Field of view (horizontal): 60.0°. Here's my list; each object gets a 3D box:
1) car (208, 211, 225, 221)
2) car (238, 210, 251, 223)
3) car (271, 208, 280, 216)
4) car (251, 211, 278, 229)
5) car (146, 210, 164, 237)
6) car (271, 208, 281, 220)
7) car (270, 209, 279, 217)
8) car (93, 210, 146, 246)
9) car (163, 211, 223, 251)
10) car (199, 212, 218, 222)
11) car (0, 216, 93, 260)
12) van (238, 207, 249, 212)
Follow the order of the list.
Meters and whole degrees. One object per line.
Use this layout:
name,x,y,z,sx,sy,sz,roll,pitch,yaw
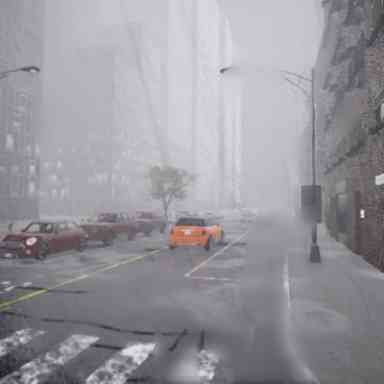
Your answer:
car,3.878,3.737,52.678,1.752,1.417,4.829,0,-2,15
car,7.664,3.505,44.717,1.895,1.301,4.718,0,-2,16
car,20.968,4.882,83.300,2.192,1.841,5.009,0,-2,15
car,7.534,3.020,34.323,2.008,1.369,4.403,0,-2,15
car,-3.534,2.352,25.647,2.192,1.841,5.009,0,-2,15
car,14.339,3.998,57.992,1.837,1.490,4.892,0,-2,15
car,17.982,4.546,72.415,1.967,1.590,4.097,0,-2,15
car,-5.026,2.112,20.206,2.192,1.841,5.009,0,-2,15
car,0.357,2.092,18.080,2.097,1.767,4.553,0,-3,16
car,2.431,3.566,47.399,1.802,1.307,4.206,0,-2,15
car,-6.520,1.997,14.761,1.967,1.590,4.097,0,-2,15
van,12.879,4.952,85.493,1.690,1.788,3.998,0,-2,15
